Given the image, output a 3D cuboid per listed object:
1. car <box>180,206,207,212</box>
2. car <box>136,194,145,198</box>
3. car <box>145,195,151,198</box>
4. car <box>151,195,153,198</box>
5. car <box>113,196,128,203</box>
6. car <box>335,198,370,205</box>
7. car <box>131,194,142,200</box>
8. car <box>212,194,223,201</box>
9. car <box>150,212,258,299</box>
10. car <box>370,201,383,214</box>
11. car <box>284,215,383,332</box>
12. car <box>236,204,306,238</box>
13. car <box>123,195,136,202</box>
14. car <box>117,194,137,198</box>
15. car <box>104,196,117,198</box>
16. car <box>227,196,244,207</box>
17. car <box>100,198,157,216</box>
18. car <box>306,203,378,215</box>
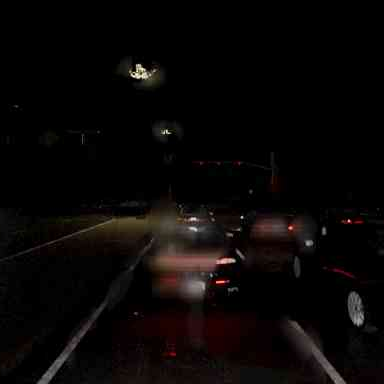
[{"bbox_3d":[0.071,1.504,17.852,1.837,1.490,4.892,0,0,0],"label":"car"},{"bbox_3d":[-11.618,1.496,68.974,1.837,1.490,4.892,0,0,0],"label":"car"},{"bbox_3d":[-11.636,1.520,79.244,1.812,1.442,4.674,0,0,0],"label":"car"},{"bbox_3d":[-11.644,1.519,89.651,2.128,1.511,4.902,0,0,0],"label":"car"},{"bbox_3d":[-15.120,1.536,70.409,2.033,1.411,5.357,0,0,0],"label":"car"},{"bbox_3d":[21.223,1.545,43.697,5.357,1.411,2.033,0,0,1],"label":"car"},{"bbox_3d":[-15.136,1.344,90.678,2.097,1.767,4.553,0,0,0],"label":"car"},{"bbox_3d":[6.854,1.548,85.271,1.994,1.385,4.181,0,0,0],"label":"car"},{"bbox_3d":[0.084,1.491,8.431,2.128,1.511,4.902,0,0,0],"label":"car"},{"bbox_3d":[20.958,1.503,33.195,4.892,1.490,1.837,0,0,0],"label":"car"},{"bbox_3d":[3.588,1.477,6.829,1.882,1.535,5.008,0,0,0],"label":"car"},{"bbox_3d":[3.575,1.546,16.448,2.033,1.411,5.357,0,0,0],"label":"car"},{"bbox_3d":[-15.138,1.521,80.512,2.128,1.511,4.902,0,0,0],"label":"car"},{"bbox_3d":[-11.699,1.561,60.152,1.994,1.385,4.181,0,0,1],"label":"car"},{"bbox_3d":[-15.159,1.474,60.631,1.882,1.535,5.008,0,0,0],"label":"car"},{"bbox_3d":[6.845,1.348,52.427,2.097,1.767,4.553,0,0,-2],"label":"car"},{"bbox_3d":[-6.056,1.545,32.296,5.357,1.411,2.033,0,0,-4],"label":"car"},{"bbox_3d":[7.072,1.504,16.915,1.837,1.490,4.892,0,0,0],"label":"car"}]
